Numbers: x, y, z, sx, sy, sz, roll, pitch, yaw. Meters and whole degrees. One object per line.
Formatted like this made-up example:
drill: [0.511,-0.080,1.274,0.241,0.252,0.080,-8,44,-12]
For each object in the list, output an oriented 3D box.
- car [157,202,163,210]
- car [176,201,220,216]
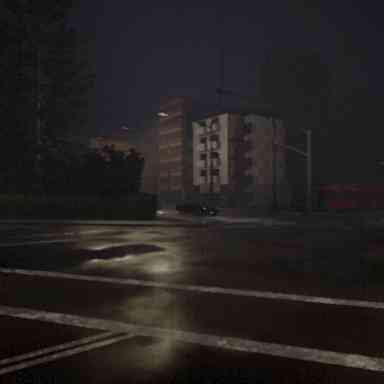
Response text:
car: [-5.167,1.467,39.216,1.994,1.385,4.181,0,0,-35]
car: [0.475,1.511,31.170,1.895,1.301,4.718,0,0,-35]
